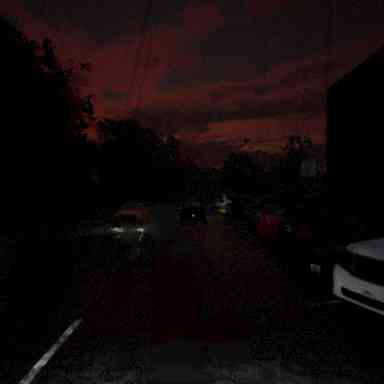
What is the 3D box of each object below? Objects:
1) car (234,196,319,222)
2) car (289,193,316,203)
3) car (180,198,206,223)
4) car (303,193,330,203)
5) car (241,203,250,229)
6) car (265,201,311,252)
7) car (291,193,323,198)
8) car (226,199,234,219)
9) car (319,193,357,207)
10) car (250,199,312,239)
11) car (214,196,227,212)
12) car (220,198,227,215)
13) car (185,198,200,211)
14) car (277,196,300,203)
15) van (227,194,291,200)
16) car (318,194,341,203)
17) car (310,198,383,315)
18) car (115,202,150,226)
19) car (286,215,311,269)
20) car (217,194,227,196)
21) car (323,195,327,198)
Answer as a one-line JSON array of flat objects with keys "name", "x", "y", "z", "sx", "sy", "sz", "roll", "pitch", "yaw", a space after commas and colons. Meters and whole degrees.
[{"name": "car", "x": 5.394, "y": 1.368, "z": 21.116, "sx": 4.553, "sy": 1.767, "sz": 2.185, "roll": 1, "pitch": 0, "yaw": -20}, {"name": "car", "x": 23.900, "y": 1.325, "z": 72.315, "sx": 2.435, "sy": 2.045, "sz": 5.566, "roll": 0, "pitch": -1, "yaw": -21}, {"name": "car", "x": 0.082, "y": 1.491, "z": 25.699, "sx": 1.882, "sy": 1.535, "sz": 5.008, "roll": 0, "pitch": 0, "yaw": 0}, {"name": "car", "x": 26.960, "y": 1.326, "z": 72.355, "sx": 2.435, "sy": 2.045, "sz": 5.566, "roll": 1, "pitch": -1, "yaw": -22}, {"name": "car", "x": 5.359, "y": 1.530, "z": 18.107, "sx": 4.674, "sy": 1.452, "sz": 2.002, "roll": 1, "pitch": 0, "yaw": -20}, {"name": "car", "x": 5.321, "y": 1.359, "z": 12.097, "sx": 4.553, "sy": 1.767, "sz": 2.185, "roll": 1, "pitch": 0, "yaw": -20}, {"name": "car", "x": 18.300, "y": 1.296, "z": 55.165, "sx": 2.435, "sy": 2.045, "sz": 5.566, "roll": 0, "pitch": 1, "yaw": -21}, {"name": "car", "x": 5.352, "y": 1.497, "z": 24.119, "sx": 5.008, "sy": 1.535, "sz": 2.097, "roll": 1, "pitch": 0, "yaw": -20}, {"name": "car", "x": 24.181, "y": 1.298, "z": 55.368, "sx": 2.435, "sy": 2.045, "sz": 5.566, "roll": -1, "pitch": 1, "yaw": -22}, {"name": "car", "x": 5.325, "y": 1.361, "z": 15.099, "sx": 4.553, "sy": 1.767, "sz": 2.185, "roll": 1, "pitch": 0, "yaw": -20}, {"name": "car", "x": 5.173, "y": 1.503, "z": 33.062, "sx": 5.366, "sy": 1.575, "sz": 1.946, "roll": 1, "pitch": 0, "yaw": -20}, {"name": "car", "x": 5.359, "y": 1.545, "z": 30.121, "sx": 4.674, "sy": 1.452, "sz": 2.002, "roll": 1, "pitch": 0, "yaw": -20}, {"name": "car", "x": 0.020, "y": 1.540, "z": 42.900, "sx": 1.837, "sy": 1.490, "sz": 4.892, "roll": 0, "pitch": 0, "yaw": -1}, {"name": "car", "x": 20.877, "y": 1.604, "z": 72.228, "sx": 2.163, "sy": 1.488, "sz": 4.792, "roll": 0, "pitch": -1, "yaw": -21}, {"name": "van", "x": 5.469, "y": 1.277, "z": 27.164, "sx": 4.442, "sy": 1.987, "sz": 1.878, "roll": 1, "pitch": 0, "yaw": -20}, {"name": "car", "x": 29.956, "y": 1.454, "z": 72.488, "sx": 2.185, "sy": 1.767, "sz": 4.553, "roll": 1, "pitch": -1, "yaw": -22}, {"name": "car", "x": 5.321, "y": 1.232, "z": 6.083, "sx": 5.566, "sy": 2.045, "sz": 2.435, "roll": 1, "pitch": 0, "yaw": -20}, {"name": "car", "x": -4.154, "y": 1.489, "z": 23.854, "sx": 1.882, "sy": 1.535, "sz": 5.008, "roll": 0, "pitch": 0, "yaw": 0}, {"name": "car", "x": 5.323, "y": 1.514, "z": 9.083, "sx": 4.792, "sy": 1.488, "sz": 2.163, "roll": 1, "pitch": 0, "yaw": -20}, {"name": "car", "x": 5.355, "y": 1.265, "z": 39.156, "sx": 5.566, "sy": 2.045, "sz": 2.435, "roll": 1, "pitch": 0, "yaw": -20}, {"name": "car", "x": 21.215, "y": 1.577, "z": 55.284, "sx": 2.163, "sy": 1.488, "sz": 4.792, "roll": -1, "pitch": 1, "yaw": -22}]
